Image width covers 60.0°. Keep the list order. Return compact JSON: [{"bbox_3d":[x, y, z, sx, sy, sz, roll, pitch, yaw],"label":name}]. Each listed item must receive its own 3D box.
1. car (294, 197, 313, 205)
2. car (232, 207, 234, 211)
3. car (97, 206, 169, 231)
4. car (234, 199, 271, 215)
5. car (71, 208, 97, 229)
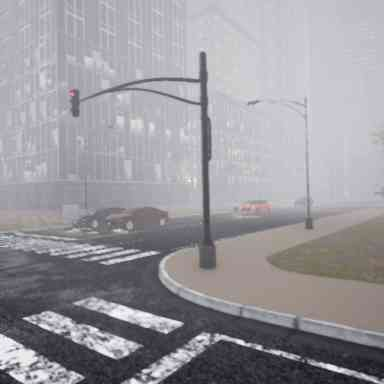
[{"bbox_3d":[16.893,1.497,50.082,1.837,1.490,4.892,-2,-1,37],"label":"car"},{"bbox_3d":[7.187,1.909,42.749,2.033,1.411,5.357,-2,-1,37],"label":"car"},{"bbox_3d":[-3.723,1.731,22.939,1.882,1.535,5.008,-2,-1,37],"label":"car"},{"bbox_3d":[7.036,1.622,37.177,2.097,1.767,4.553,-2,-1,37],"label":"car"},{"bbox_3d":[-6.521,1.844,24.625,1.837,1.490,4.892,-2,-1,37],"label":"car"}]
